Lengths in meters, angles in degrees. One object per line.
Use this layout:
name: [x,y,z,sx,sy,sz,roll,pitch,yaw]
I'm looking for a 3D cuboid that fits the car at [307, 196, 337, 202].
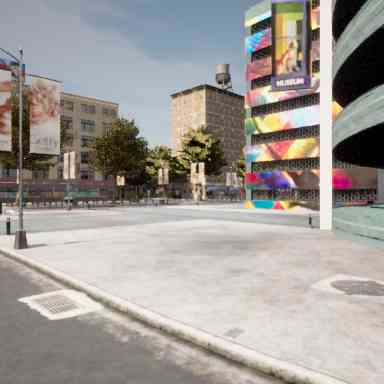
car: [14.979,1.320,39.725,4.674,1.452,2.002,0,0,-44]
